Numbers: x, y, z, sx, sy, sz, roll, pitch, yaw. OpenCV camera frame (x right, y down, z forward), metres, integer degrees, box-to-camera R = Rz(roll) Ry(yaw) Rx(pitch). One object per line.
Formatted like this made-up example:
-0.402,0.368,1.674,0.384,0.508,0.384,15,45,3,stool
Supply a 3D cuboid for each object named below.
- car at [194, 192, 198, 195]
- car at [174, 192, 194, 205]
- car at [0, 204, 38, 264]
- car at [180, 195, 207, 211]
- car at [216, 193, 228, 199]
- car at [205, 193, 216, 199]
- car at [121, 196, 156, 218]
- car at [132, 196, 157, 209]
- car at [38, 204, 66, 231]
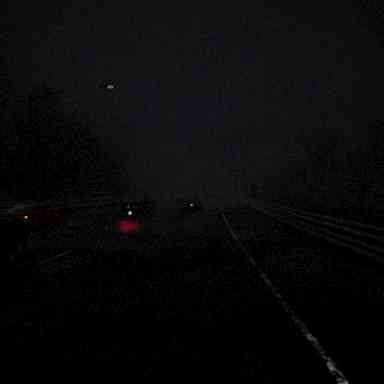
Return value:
0.502,0.850,81.891,2.097,1.767,4.553,0,0,11,car
-1.451,1.152,49.658,1.882,1.535,5.008,0,0,9,car
-6.547,1.151,8.366,2.150,2.045,5.566,0,0,6,car
0.229,1.308,36.546,1.994,1.385,4.181,0,0,8,car
7.791,0.991,82.679,2.128,1.511,4.902,0,0,11,car
4.154,1.004,82.315,1.812,1.442,4.674,0,0,11,car
-4.423,1.316,27.759,1.837,1.490,4.892,0,0,7,car
-6.017,1.236,42.553,1.837,1.490,4.892,0,0,8,car
-8.959,1.400,18.941,1.812,1.442,4.674,0,0,6,car
